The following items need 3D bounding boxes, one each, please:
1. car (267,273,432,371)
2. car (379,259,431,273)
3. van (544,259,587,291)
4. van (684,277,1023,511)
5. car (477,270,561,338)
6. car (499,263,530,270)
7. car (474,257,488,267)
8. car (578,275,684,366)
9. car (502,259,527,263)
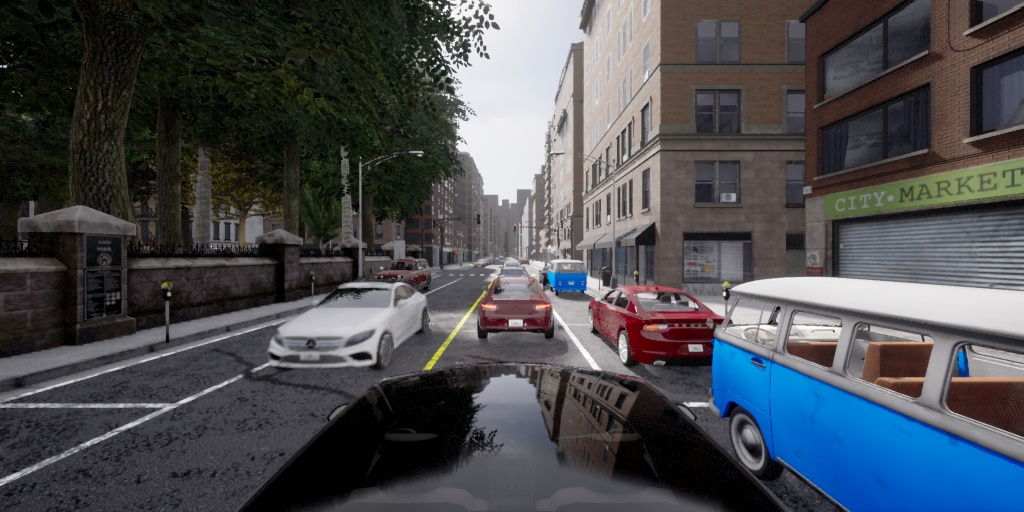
[{"bbox_3d":[-3.097,1.275,7.828,1.812,1.442,4.674,0,0,0],"label":"car"},{"bbox_3d":[-5.663,1.060,19.087,2.192,1.841,5.009,0,0,0],"label":"car"},{"bbox_3d":[2.861,1.086,19.125,1.690,1.789,3.998,0,0,0],"label":"van"},{"bbox_3d":[2.857,1.091,2.143,1.690,1.789,3.998,0,0,0],"label":"van"},{"bbox_3d":[0.097,1.275,10.006,1.812,1.442,4.674,0,0,0],"label":"car"},{"bbox_3d":[0.102,1.292,19.585,2.033,1.411,5.357,0,0,1],"label":"car"},{"bbox_3d":[-5.651,1.230,62.606,1.751,1.417,4.829,0,0,0],"label":"car"},{"bbox_3d":[2.858,1.294,7.804,1.888,1.381,4.507,0,0,0],"label":"car"},{"bbox_3d":[0.011,1.242,29.329,1.837,1.490,4.892,0,0,0],"label":"car"}]
